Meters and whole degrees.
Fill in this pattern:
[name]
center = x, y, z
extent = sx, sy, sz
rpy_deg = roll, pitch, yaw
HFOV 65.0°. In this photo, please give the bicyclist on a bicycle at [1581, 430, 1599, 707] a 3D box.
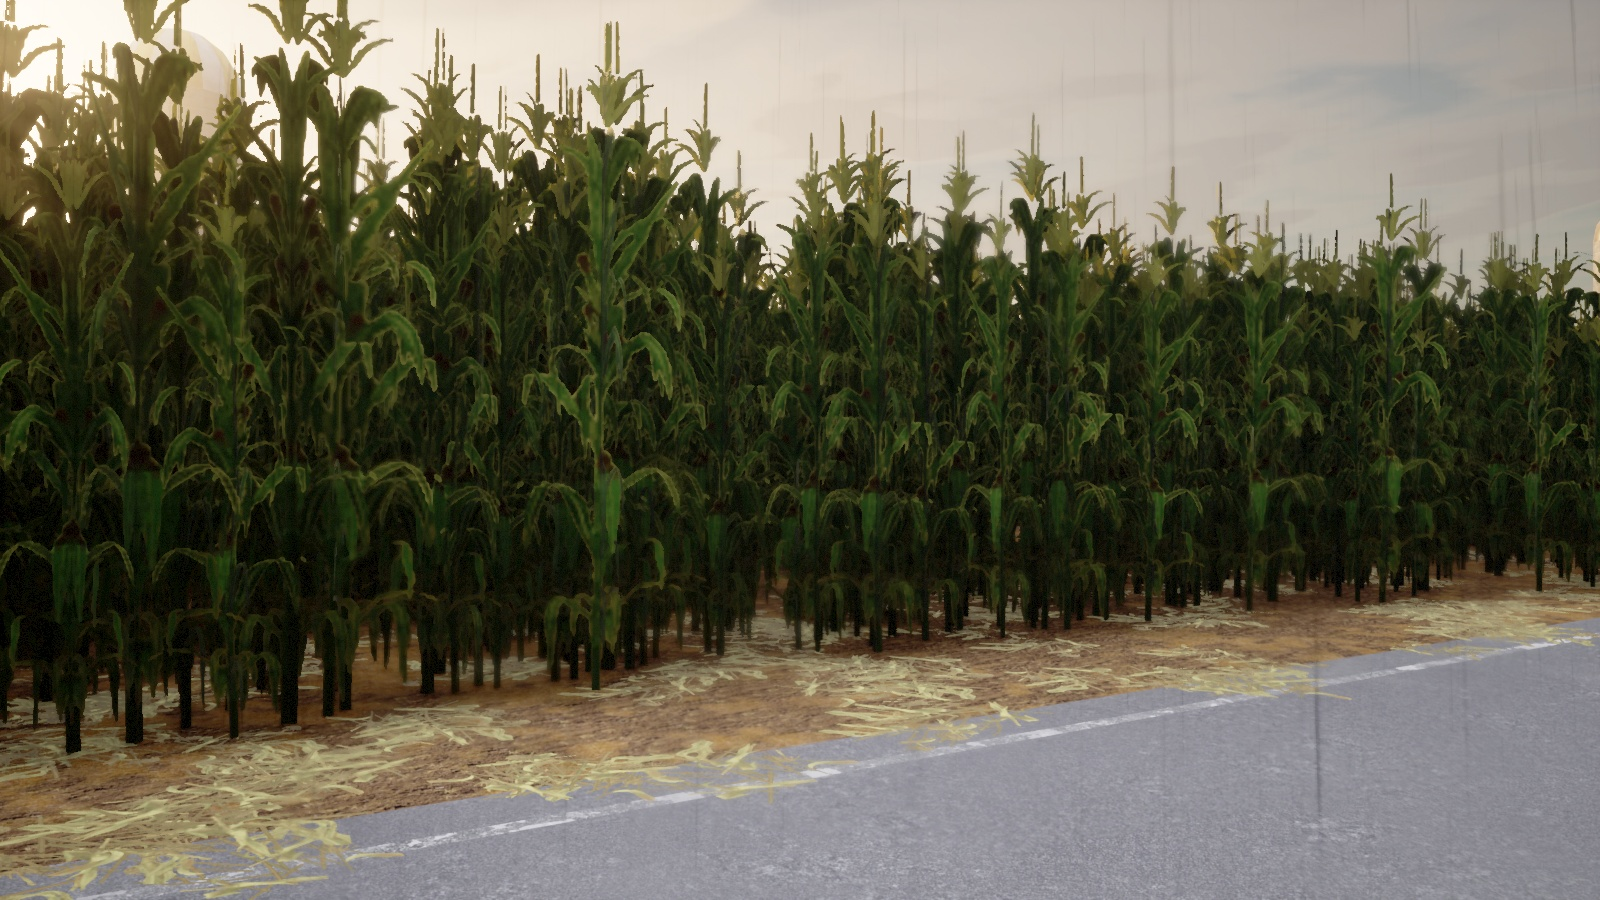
[bicyclist on a bicycle]
center = 5.458, 0.688, 7.453
extent = 1.509, 1.612, 0.866
rpy_deg = 0, 0, -35
